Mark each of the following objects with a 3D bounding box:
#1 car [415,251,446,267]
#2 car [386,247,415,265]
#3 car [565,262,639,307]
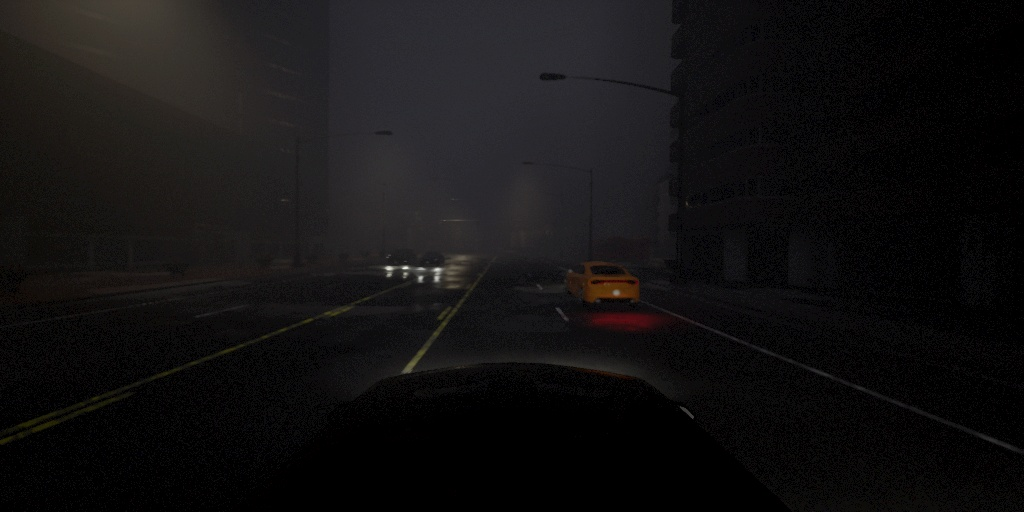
[{"bbox_3d":[-7.728,0.246,35.007,1.812,1.442,4.674,0,2,-1],"label":"car"},{"bbox_3d":[-11.258,-0.020,36.879,2.097,1.767,4.553,0,2,-1],"label":"car"},{"bbox_3d":[3.345,0.966,14.096,1.882,1.535,5.008,0,2,-1],"label":"car"}]
